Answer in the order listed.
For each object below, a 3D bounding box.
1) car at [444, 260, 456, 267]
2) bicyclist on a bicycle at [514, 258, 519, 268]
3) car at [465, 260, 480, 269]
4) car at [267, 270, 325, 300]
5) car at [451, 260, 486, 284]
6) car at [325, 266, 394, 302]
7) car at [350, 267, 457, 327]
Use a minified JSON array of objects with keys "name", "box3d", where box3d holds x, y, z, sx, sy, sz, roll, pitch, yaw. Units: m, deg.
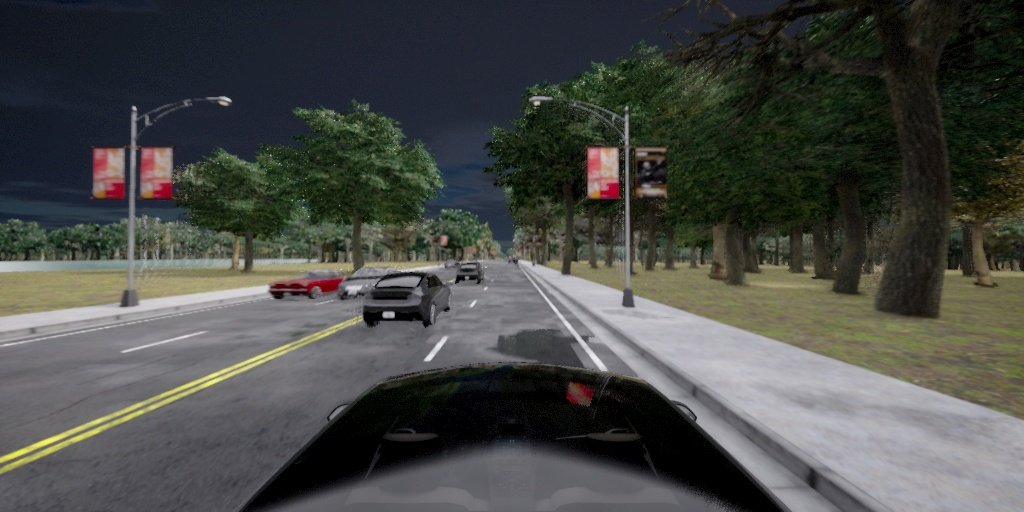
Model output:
[{"name":"car","box3d":[-9.805,1.329,58.612,2.128,1.511,4.902,0,0,1]},{"name":"bicyclist on a bicycle","box3d":[0.885,1.215,63.679,0.659,1.776,1.843,0,0,0]},{"name":"car","box3d":[-6.544,1.402,60.018,1.994,1.385,4.181,0,0,1]},{"name":"car","box3d":[-9.851,1.368,17.938,1.895,1.301,4.718,0,0,0]},{"name":"car","box3d":[-3.156,1.283,27.590,1.837,1.490,4.892,0,0,0]},{"name":"car","box3d":[-6.601,1.258,17.330,2.128,1.511,4.902,0,0,0]},{"name":"car","box3d":[-3.153,1.265,11.605,1.837,1.490,4.892,0,0,0]}]
